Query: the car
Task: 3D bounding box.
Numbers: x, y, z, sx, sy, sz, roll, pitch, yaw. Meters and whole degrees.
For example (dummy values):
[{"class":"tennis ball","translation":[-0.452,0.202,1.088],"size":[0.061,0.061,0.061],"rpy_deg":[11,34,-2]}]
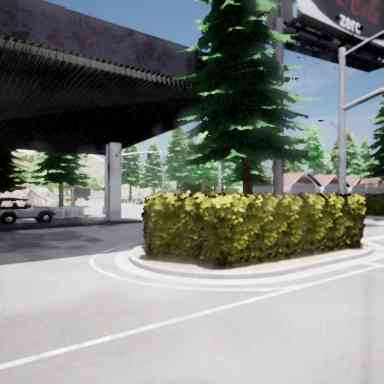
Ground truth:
[{"class":"car","translation":[-11.908,1.311,23.524],"size":[3.866,1.878,1.905],"rpy_deg":[0,0,-36]}]
